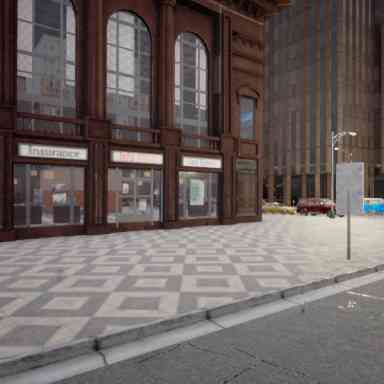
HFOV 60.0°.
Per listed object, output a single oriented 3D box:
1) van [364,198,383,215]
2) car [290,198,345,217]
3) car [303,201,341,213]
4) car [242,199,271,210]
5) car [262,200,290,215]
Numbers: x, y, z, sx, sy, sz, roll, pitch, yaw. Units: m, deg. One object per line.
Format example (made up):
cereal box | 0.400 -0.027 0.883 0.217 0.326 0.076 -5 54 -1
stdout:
van | 19.611 1.589 37.576 1.690 1.788 3.998 -1 0 -35
car | 12.649 1.522 32.654 2.192 1.841 5.009 0 0 -35
car | 16.372 1.898 42.170 1.802 1.307 4.206 -1 0 -35
car | 9.886 1.892 51.361 1.967 1.590 4.097 -1 0 -35
car | 9.508 1.799 37.109 1.752 1.417 4.829 0 0 -35
